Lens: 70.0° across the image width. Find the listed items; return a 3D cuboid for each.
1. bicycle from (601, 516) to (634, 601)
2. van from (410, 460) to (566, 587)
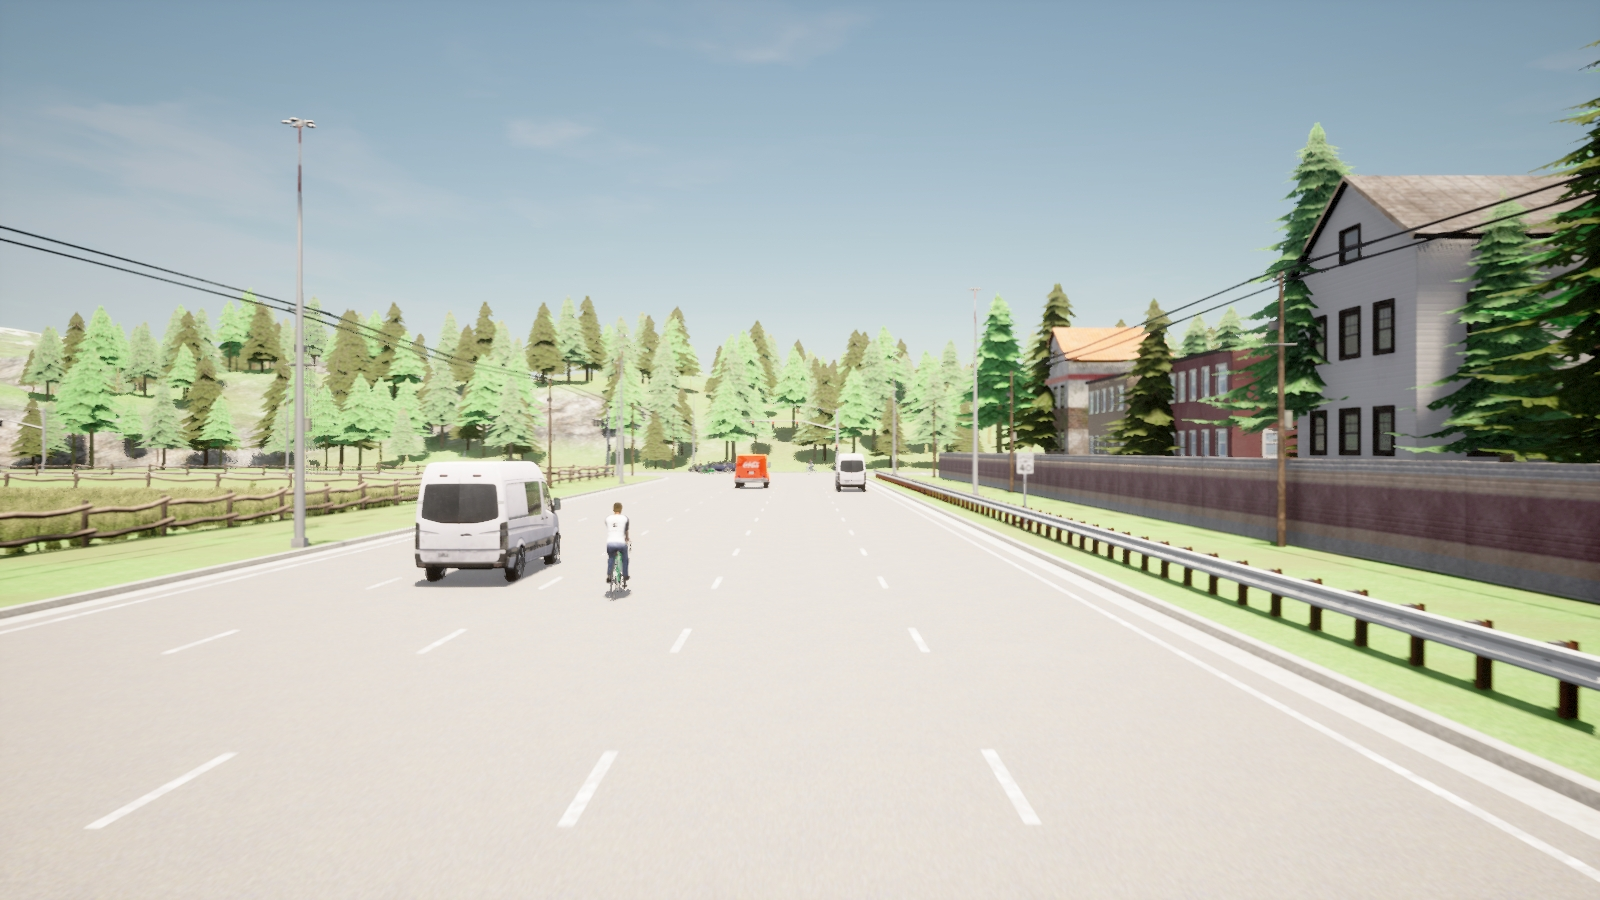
[{"bbox_3d":[-3.499,2.056,22.032,0.373,1.496,1.643,0,0,0],"label":"bicycle"},{"bbox_3d":[-6.996,1.534,26.366,1.988,2.561,5.915,0,0,0],"label":"van"}]
